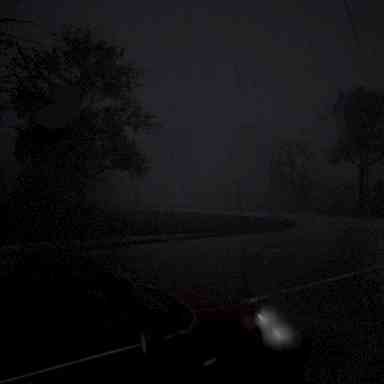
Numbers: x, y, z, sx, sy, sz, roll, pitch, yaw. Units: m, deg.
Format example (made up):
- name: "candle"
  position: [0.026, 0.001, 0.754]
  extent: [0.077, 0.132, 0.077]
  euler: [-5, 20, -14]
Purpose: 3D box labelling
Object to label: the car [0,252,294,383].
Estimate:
- name: "car"
  position: [-1.198, 1.352, 2.863]
  extent: [4.553, 1.767, 2.097]
  euler: [0, 0, -35]
